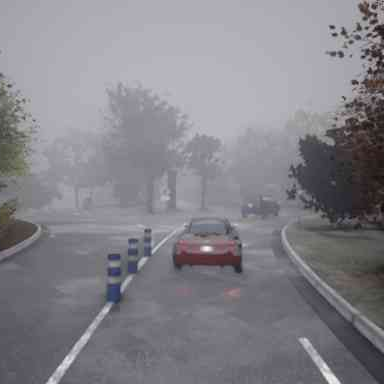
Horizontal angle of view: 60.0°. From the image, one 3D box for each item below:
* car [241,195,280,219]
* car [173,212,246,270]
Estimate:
[{"bbox_3d":[6.425,1.335,30.941,2.150,2.045,5.566,-1,-1,31],"label":"car"},{"bbox_3d":[0.585,1.490,10.802,1.994,1.385,4.181,0,-1,6],"label":"car"}]
